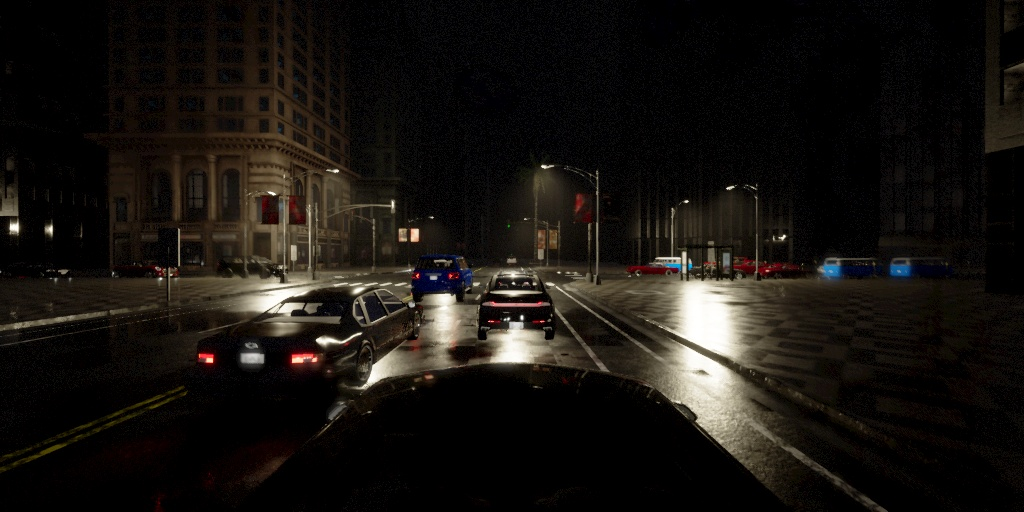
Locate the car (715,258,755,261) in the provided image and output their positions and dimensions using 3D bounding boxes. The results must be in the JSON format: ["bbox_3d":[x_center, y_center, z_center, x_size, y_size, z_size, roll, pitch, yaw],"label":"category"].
[{"bbox_3d":[23.317,1.205,35.674,5.008,1.535,1.882,0,0,0],"label":"car"}]

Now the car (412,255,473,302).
[{"bbox_3d":[-3.160,0.972,17.122,2.150,2.045,5.566,0,0,0],"label":"car"}]

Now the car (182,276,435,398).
[{"bbox_3d":[-3.150,1.297,6.879,2.033,1.411,5.357,0,0,0],"label":"car"}]

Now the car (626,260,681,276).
[{"bbox_3d":[13.875,1.335,35.667,4.718,1.301,1.895,0,0,2],"label":"car"}]

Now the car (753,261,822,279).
[{"bbox_3d":[22.732,1.326,29.814,4.207,1.307,1.802,0,0,0],"label":"car"}]

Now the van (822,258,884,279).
[{"bbox_3d":[28.410,1.082,29.819,3.998,1.789,1.690,0,0,0],"label":"van"}]

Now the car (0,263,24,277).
[{"bbox_3d":[-52.325,1.402,35.807,4.718,1.301,1.895,0,0,1],"label":"car"}]

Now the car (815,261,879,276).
[{"bbox_3d":[33.260,1.248,35.678,4.674,1.442,1.812,0,0,1],"label":"car"}]

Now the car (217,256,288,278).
[{"bbox_3d":[-23.461,0.996,32.485,5.566,2.045,2.150,0,0,0],"label":"car"}]

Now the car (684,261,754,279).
[{"bbox_3d":[17.054,1.299,29.809,4.403,1.370,2.007,0,0,0],"label":"car"}]

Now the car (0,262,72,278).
[{"bbox_3d":[-43.163,1.289,32.581,4.902,1.511,2.128,0,0,0],"label":"car"}]

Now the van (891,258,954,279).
[{"bbox_3d":[34.087,1.080,29.825,3.998,1.789,1.690,0,0,0],"label":"van"}]

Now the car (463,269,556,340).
[{"bbox_3d":[0.086,1.240,9.949,2.128,1.511,4.902,0,0,0],"label":"car"}]

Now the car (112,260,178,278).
[{"bbox_3d":[-33.180,1.138,32.533,4.553,1.767,2.097,0,0,0],"label":"car"}]

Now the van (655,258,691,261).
[{"bbox_3d":[17.045,1.065,38.334,3.998,1.789,1.690,0,0,0],"label":"van"}]
